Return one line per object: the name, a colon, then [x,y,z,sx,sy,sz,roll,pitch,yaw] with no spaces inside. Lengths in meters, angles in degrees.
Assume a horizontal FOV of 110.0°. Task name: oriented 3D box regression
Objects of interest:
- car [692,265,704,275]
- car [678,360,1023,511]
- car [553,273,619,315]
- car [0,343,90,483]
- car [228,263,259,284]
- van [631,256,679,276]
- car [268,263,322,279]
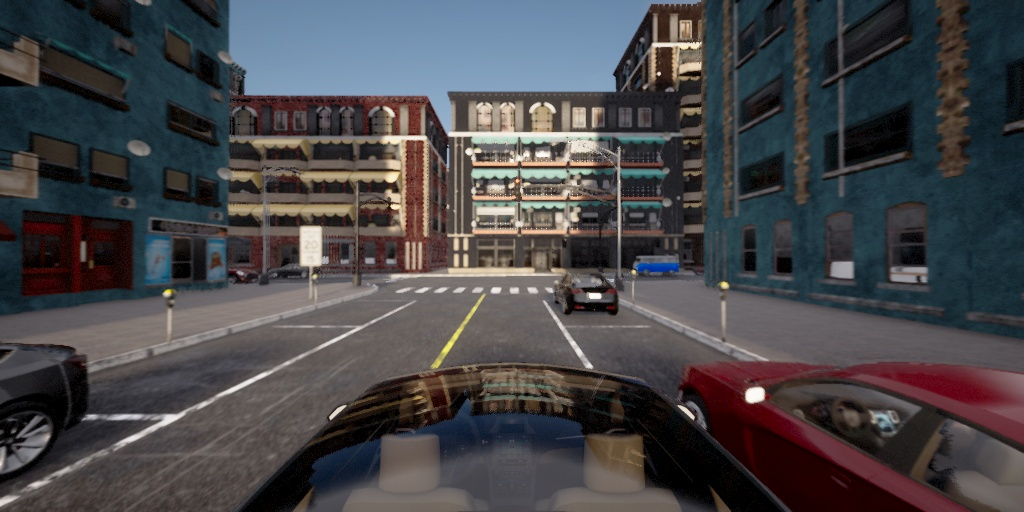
car: [18.722,1.102,32.711,4.207,1.307,1.802,0,0,0]
car: [2.566,1.294,1.981,1.888,1.381,4.507,0,0,0]
car: [2.564,1.261,13.108,1.948,1.339,4.313,0,0,0]
car: [-5.282,1.314,1.954,1.948,1.339,4.313,0,0,0]
car: [-19.658,1.153,24.491,4.097,1.591,1.967,0,0,0]
van: [13.082,0.895,32.680,3.998,1.789,1.690,0,0,0]
car: [-19.703,1.313,32.630,4.403,1.370,2.007,0,0,0]
